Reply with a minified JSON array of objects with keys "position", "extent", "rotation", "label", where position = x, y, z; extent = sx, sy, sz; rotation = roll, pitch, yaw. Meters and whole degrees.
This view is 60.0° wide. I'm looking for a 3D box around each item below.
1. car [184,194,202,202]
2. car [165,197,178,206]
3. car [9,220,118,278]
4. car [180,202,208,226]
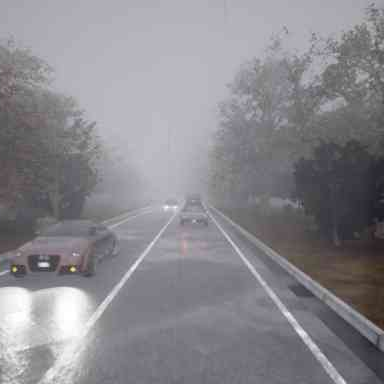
[{"position":[0.177,1.240,43.832],"extent":[2.150,2.045,5.566],"rotation":[0,0,0],"label":"car"},{"position":[-3.456,1.584,55.969],"extent":[1.895,1.301,4.718],"rotation":[0,0,1],"label":"car"},{"position":[-3.580,1.567,10.027],"extent":[1.994,1.385,4.181],"rotation":[0,0,0],"label":"car"},{"position":[0.141,1.615,23.786],"extent":[1.895,1.301,4.718],"rotation":[0,0,0],"label":"car"}]
